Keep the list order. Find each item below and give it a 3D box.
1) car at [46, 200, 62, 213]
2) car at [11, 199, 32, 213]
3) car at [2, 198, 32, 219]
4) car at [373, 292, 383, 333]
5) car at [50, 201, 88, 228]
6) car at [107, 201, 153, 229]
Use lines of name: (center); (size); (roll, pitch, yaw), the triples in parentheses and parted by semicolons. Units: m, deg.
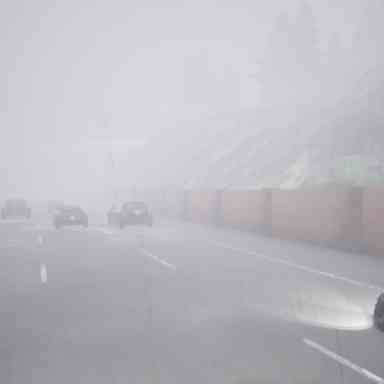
car: (-15.063, 1.537, 36.863); (2.033, 1.411, 5.357); (0, 0, -25)
car: (-19.640, 1.553, 38.366); (1.994, 1.385, 4.181); (0, 0, -25)
car: (-15.341, 1.343, 29.229); (2.097, 1.767, 4.553); (0, 0, -25)
car: (4.366, 1.563, 3.711); (1.994, 1.385, 4.181); (0, 0, -25)
car: (-8.207, 1.558, 22.279); (1.994, 1.385, 4.181); (0, 0, -25)
car: (-4.192, 1.346, 21.967); (2.097, 1.767, 4.553); (0, 0, -25)
